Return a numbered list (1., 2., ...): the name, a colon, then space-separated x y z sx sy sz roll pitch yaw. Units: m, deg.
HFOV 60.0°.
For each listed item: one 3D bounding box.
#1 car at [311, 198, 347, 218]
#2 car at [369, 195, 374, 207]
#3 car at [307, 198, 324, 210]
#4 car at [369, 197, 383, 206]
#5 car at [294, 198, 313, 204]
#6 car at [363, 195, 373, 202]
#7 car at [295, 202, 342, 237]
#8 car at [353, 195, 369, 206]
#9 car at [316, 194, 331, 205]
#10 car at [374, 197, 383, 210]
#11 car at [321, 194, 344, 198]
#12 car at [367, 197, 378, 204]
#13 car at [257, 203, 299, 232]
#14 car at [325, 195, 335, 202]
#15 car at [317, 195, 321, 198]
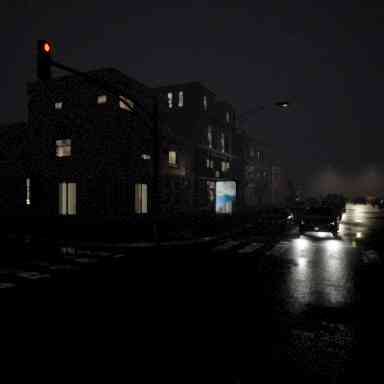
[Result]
1. car: 11.556 1.496 27.775 2.128 1.511 4.902 0 0 25
2. car: 29.179 1.454 51.820 1.967 1.590 4.097 0 0 25
3. car: 16.838 1.534 45.233 1.752 1.417 4.829 0 0 25
4. car: 31.520 1.568 56.822 2.008 1.369 4.403 0 0 25
5. car: 9.884 1.555 30.384 2.008 1.369 4.403 0 0 25
6. car: 43.231 1.475 81.824 1.967 1.590 4.097 0 0 25
7. car: 7.126 1.528 18.418 1.812 1.442 4.674 0 0 26
8. car: 28.852 1.494 57.244 1.882 1.535 5.008 0 0 25
9. car: 23.938 1.331 60.389 2.192 1.841 5.009 0 0 25
10. car: 24.494 1.561 41.820 2.008 1.369 4.403 0 0 25
11. car: 16.135 1.228 37.397 2.150 2.045 5.566 0 0 25
12. car: 36.204 1.605 66.823 1.802 1.307 4.206 0 0 25
13. car: 5.200 1.584 20.383 1.802 1.307 4.206 0 0 25
14. car: 33.306 1.470 80.392 1.967 1.590 4.097 0 0 25
15. car: 14.569 1.447 40.386 1.967 1.590 4.097 0 0 25
